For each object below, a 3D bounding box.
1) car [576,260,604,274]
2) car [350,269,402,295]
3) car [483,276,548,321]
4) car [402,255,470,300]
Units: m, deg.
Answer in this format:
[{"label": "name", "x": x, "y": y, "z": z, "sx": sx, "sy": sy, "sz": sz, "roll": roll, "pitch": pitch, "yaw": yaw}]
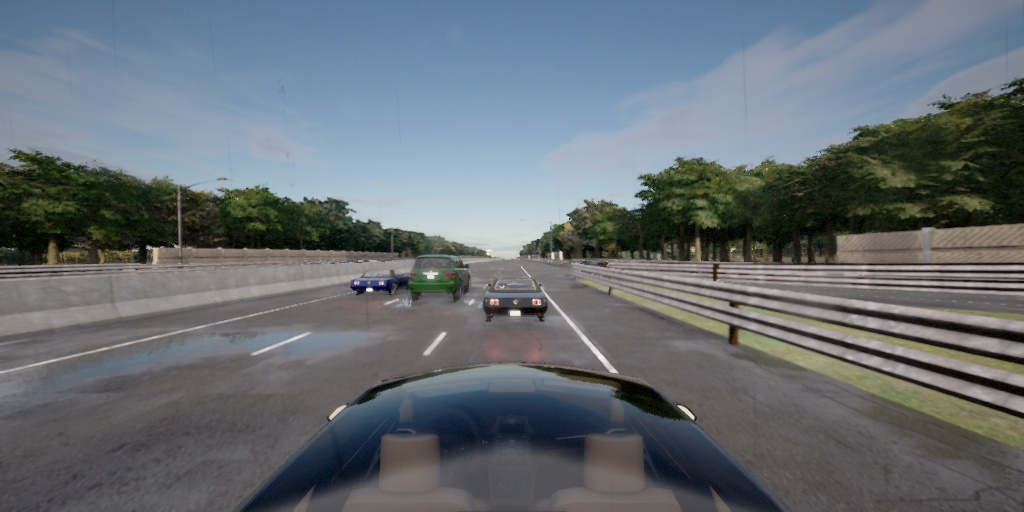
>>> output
[{"label": "car", "x": 8.776, "y": 1.200, "z": 40.780, "sx": 1.837, "sy": 1.490, "sz": 4.892, "roll": -2, "pitch": 0, "yaw": -18}, {"label": "car", "x": -6.895, "y": 1.348, "z": 19.595, "sx": 1.895, "sy": 1.301, "sz": 4.718, "roll": 0, "pitch": 0, "yaw": 0}, {"label": "car", "x": 0.103, "y": 1.348, "z": 12.435, "sx": 1.895, "sy": 1.301, "sz": 4.718, "roll": 0, "pitch": 0, "yaw": 0}, {"label": "car", "x": -3.396, "y": 0.969, "z": 17.657, "sx": 2.150, "sy": 2.045, "sz": 5.566, "roll": 0, "pitch": 0, "yaw": 0}]
